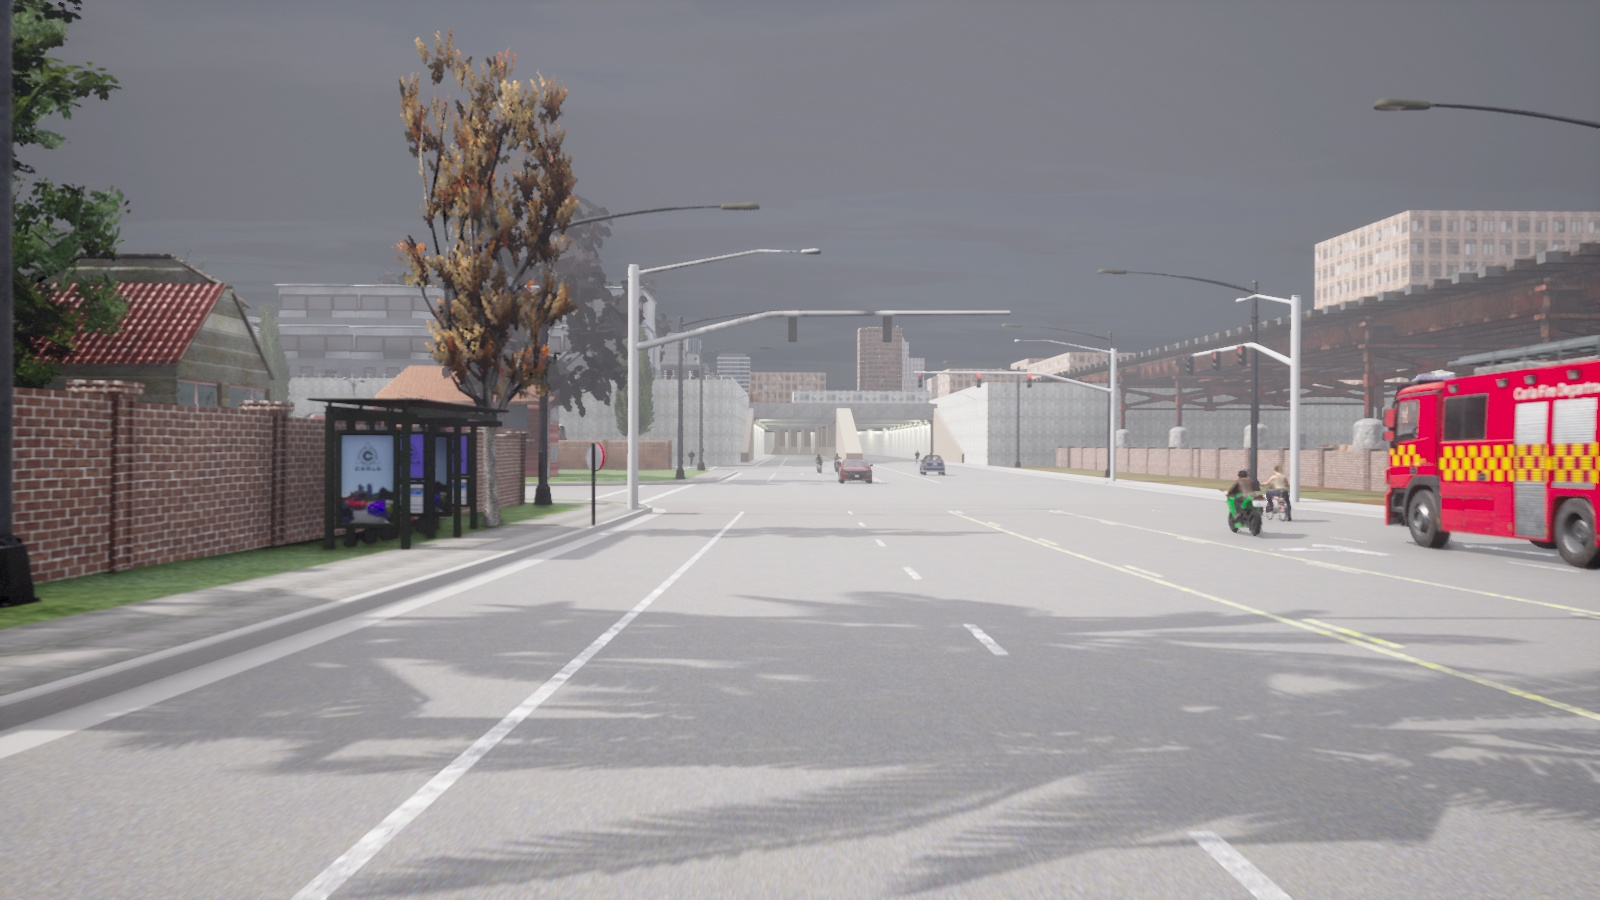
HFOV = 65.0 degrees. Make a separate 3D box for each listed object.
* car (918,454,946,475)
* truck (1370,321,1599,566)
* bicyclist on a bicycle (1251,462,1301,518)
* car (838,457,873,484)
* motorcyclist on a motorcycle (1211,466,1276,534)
[{"bbox_3d":[10.246,1.089,97.548,1.789,1.549,3.705,0,0,0],"label":"car"},{"bbox_3d":[13.935,-0.059,23.220,2.891,3.827,8.468,0,-1,0],"label":"truck"},{"bbox_3d":[13.905,1.156,36.698,0.866,1.612,1.509,0,0,0],"label":"bicyclist on a bicycle"},{"bbox_3d":[3.304,1.204,75.197,1.882,1.535,5.008,0,0,0],"label":"car"},{"bbox_3d":[10.423,1.158,29.588,0.797,1.523,2.044,0,0,0],"label":"motorcyclist on a motorcycle"}]
